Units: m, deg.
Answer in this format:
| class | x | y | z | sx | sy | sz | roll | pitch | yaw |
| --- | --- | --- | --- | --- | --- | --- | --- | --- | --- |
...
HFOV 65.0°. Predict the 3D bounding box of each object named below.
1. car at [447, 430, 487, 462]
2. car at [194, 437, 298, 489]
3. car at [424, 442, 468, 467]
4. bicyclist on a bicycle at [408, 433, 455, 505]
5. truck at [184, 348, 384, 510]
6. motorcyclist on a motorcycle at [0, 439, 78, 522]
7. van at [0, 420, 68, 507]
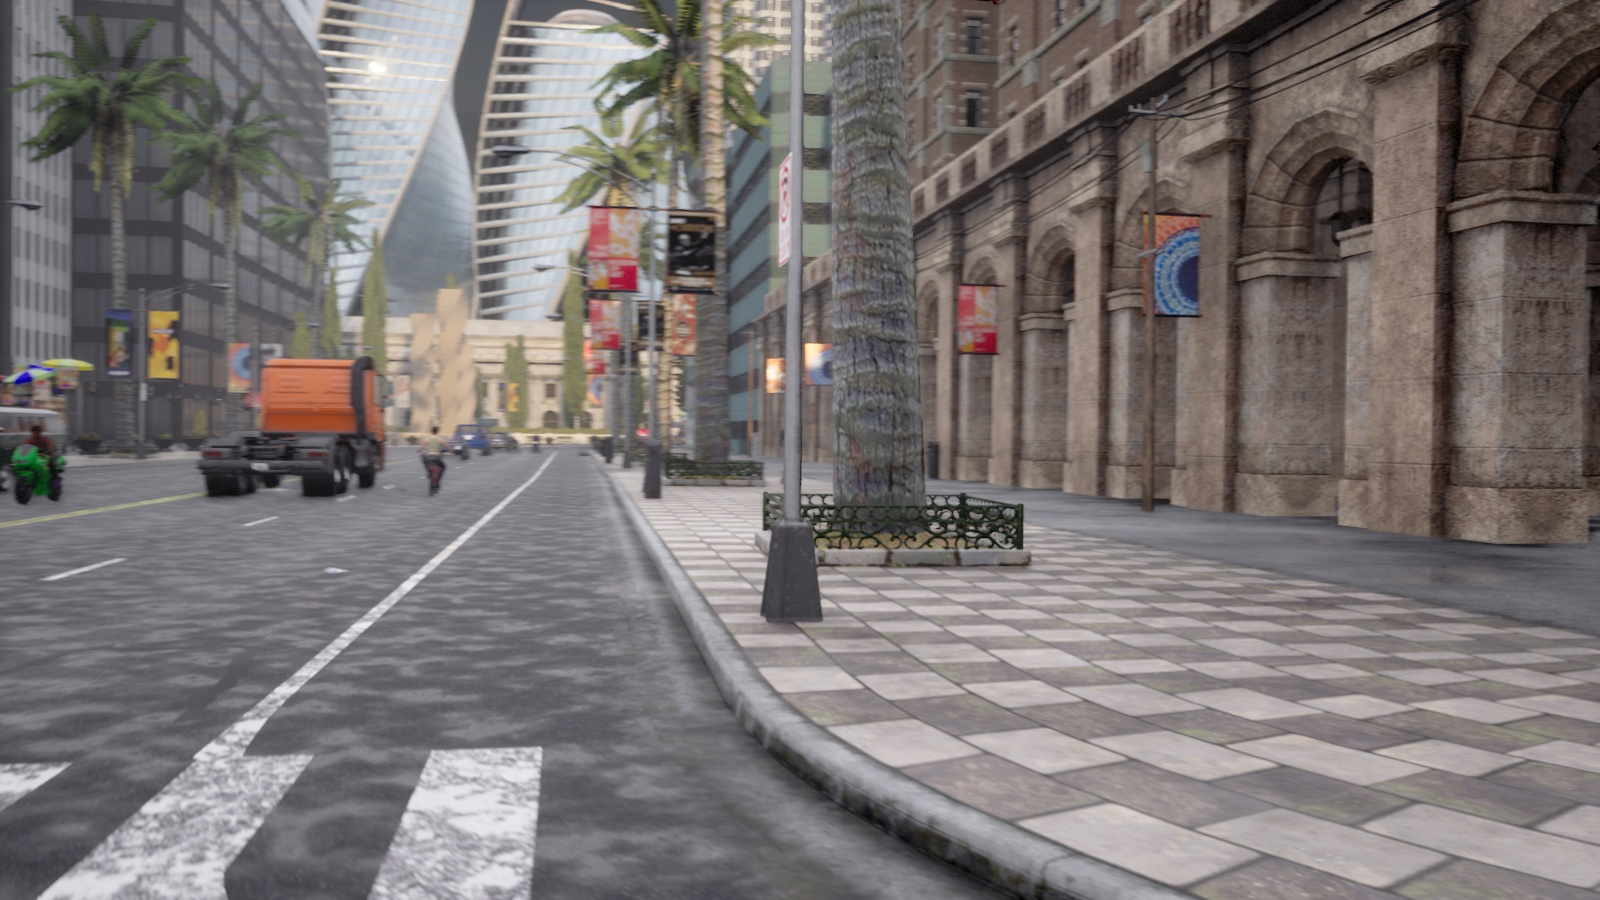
| class | x | y | z | sx | sy | sz | roll | pitch | yaw |
| --- | --- | --- | --- | --- | --- | --- | --- | --- | --- |
| car | -21.826 | -0.295 | 82.453 | 2.150 | 2.045 | 5.566 | -1 | 1 | -11 |
| car | -17.488 | 0.368 | 39.867 | 2.007 | 1.525 | 4.514 | -1 | 1 | -10 |
| car | -19.151 | 0.225 | 68.066 | 1.895 | 1.301 | 4.718 | -1 | 1 | -11 |
| bicyclist on a bicycle | -8.518 | 0.412 | 29.081 | 0.866 | 1.612 | 1.509 | -1 | 1 | -10 |
| truck | -12.406 | -0.500 | 31.007 | 2.891 | 3.462 | 7.936 | -1 | 1 | -10 |
| motorcyclist on a motorcycle | -14.770 | 0.555 | 24.216 | 0.797 | 1.523 | 2.044 | -1 | 1 | -10 |
| van | -19.315 | 0.296 | 29.919 | 1.775 | 1.987 | 4.442 | -1 | 1 | -10 |
